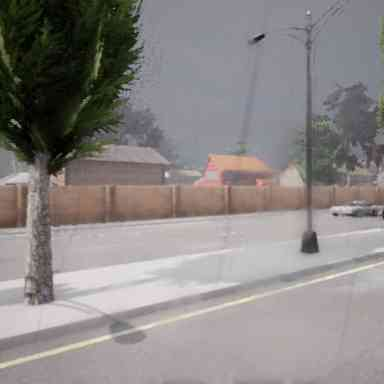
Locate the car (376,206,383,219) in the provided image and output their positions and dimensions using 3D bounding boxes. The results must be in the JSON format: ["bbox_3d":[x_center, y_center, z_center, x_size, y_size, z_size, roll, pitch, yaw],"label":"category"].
[{"bbox_3d":[16.351,1.396,25.494,4.181,1.385,1.994,0,0,-35],"label":"car"}]

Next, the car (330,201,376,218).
[{"bbox_3d":[13.694,1.438,27.900,4.718,1.301,1.895,0,0,-35],"label":"car"}]
